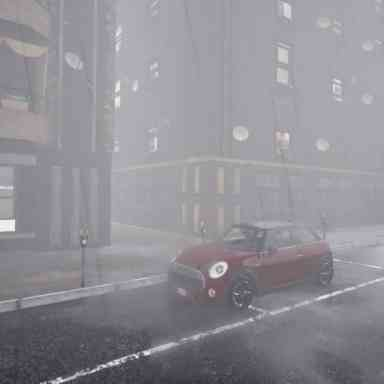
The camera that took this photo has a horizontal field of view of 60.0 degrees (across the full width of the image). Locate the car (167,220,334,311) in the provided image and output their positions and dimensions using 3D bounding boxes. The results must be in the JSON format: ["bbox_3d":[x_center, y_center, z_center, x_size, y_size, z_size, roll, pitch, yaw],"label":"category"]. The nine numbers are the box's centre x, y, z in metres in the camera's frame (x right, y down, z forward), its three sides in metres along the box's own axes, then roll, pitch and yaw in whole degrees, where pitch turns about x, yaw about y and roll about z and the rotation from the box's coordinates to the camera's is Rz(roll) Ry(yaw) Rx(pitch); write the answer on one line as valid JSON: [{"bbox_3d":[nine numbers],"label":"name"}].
[{"bbox_3d":[1.426,1.442,7.722,4.097,1.590,1.967,0,1,-36],"label":"car"}]
